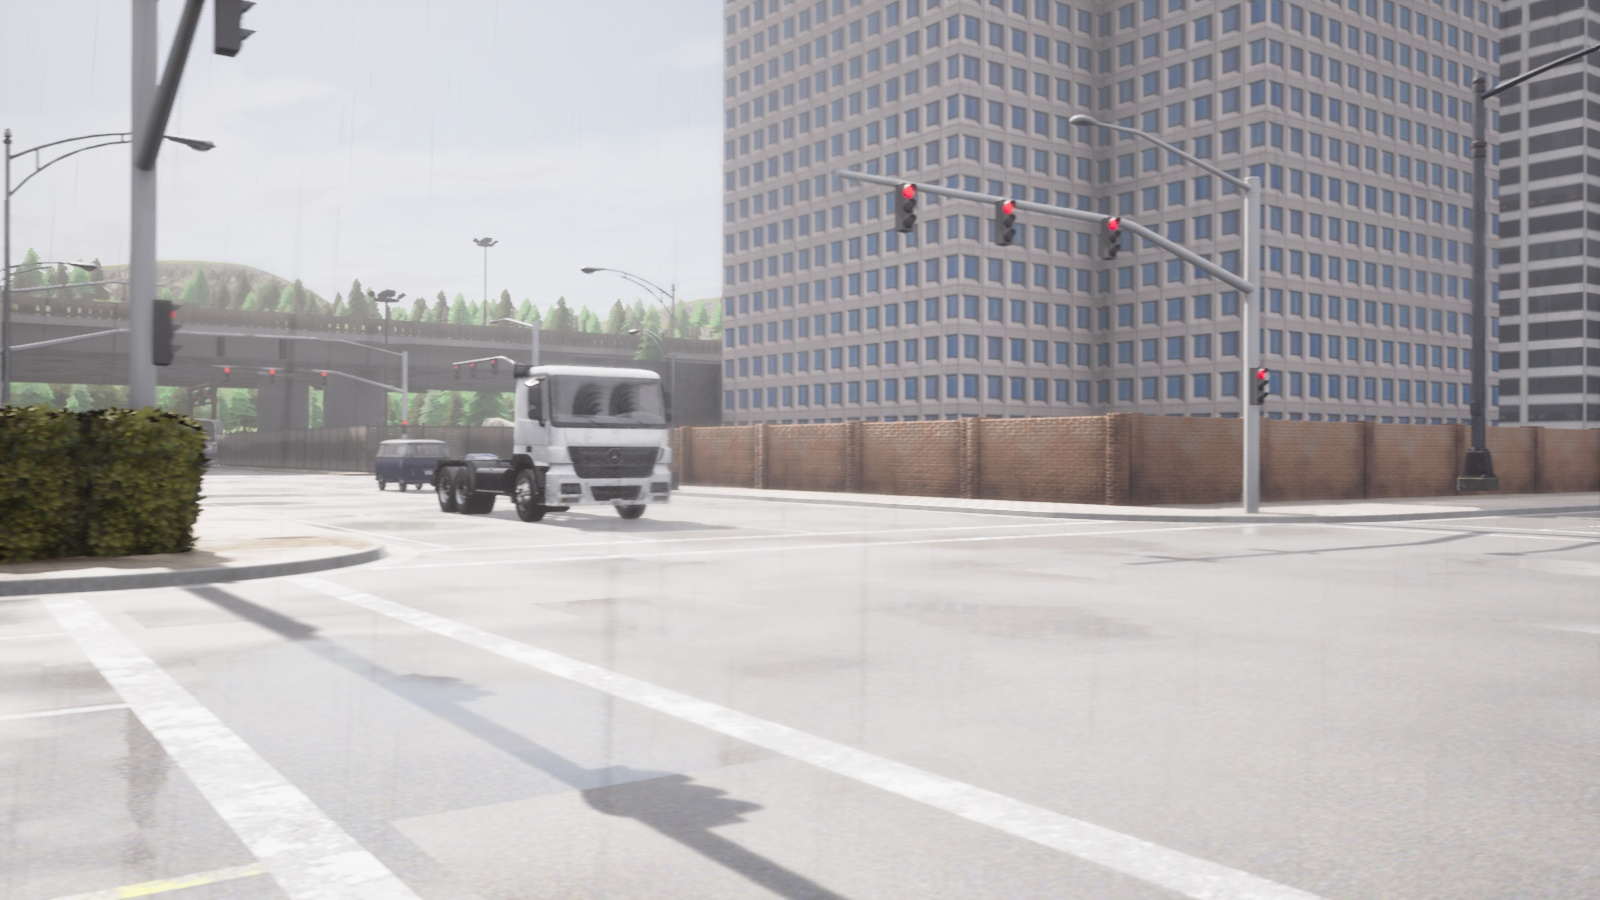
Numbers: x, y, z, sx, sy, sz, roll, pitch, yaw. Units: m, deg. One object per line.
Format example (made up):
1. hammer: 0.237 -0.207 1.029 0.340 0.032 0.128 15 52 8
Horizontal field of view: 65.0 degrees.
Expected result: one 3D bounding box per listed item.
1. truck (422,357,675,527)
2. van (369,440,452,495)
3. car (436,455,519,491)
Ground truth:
1. truck: -6.175 -0.151 29.624 2.891 3.462 7.936 0 0 -35
2. van: -14.989 0.640 48.217 1.775 1.987 4.442 0 0 -35
3. car: -13.426 0.923 52.075 1.812 1.442 4.674 0 0 -35
